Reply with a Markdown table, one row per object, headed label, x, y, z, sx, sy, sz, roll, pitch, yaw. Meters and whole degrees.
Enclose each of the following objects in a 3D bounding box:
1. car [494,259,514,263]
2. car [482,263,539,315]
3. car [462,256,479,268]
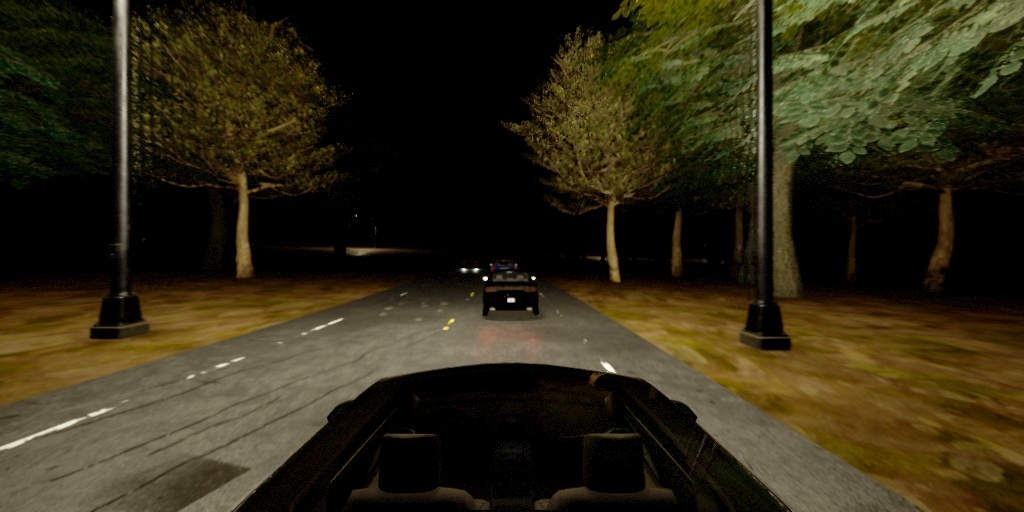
| label | x | y | z | sx | sy | sz | roll | pitch | yaw |
| --- | --- | --- | --- | --- | --- | --- | --- | --- | --- |
| car | -0.623 | 0.996 | 27.441 | 2.097 | 1.767 | 4.553 | 0 | 0 | -3 |
| car | -0.093 | 1.208 | 13.521 | 1.882 | 1.535 | 5.008 | 0 | 0 | -1 |
| car | -5.806 | 0.808 | 50.537 | 2.097 | 1.767 | 4.553 | 0 | 1 | -4 |
